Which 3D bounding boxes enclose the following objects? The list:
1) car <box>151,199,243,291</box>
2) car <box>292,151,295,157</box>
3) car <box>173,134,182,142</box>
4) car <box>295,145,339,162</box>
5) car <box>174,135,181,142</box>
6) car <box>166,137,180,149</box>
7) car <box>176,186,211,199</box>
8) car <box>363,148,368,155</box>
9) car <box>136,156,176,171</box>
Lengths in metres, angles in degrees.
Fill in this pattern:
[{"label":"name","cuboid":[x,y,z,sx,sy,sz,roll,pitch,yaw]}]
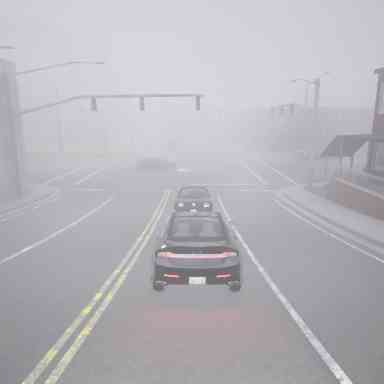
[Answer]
[{"label":"car","cuboid":[0.101,1.221,8.372,2.128,1.511,4.902,0,4,0]},{"label":"car","cuboid":[15.979,-5.491,44.962,4.553,1.767,2.097,0,12,0]},{"label":"car","cuboid":[-3.482,-12.838,79.043,1.837,1.490,4.892,0,12,0]},{"label":"car","cuboid":[15.811,-4.739,41.544,4.553,1.767,2.097,0,12,0]},{"label":"car","cuboid":[-3.484,-10.621,69.213,1.994,1.385,4.181,0,12,0]},{"label":"car","cuboid":[-3.556,-8.508,59.390,1.837,1.490,4.892,0,12,0]},{"label":"car","cuboid":[0.088,0.327,18.078,1.895,1.301,4.718,0,8,0]},{"label":"car","cuboid":[26.300,-5.614,44.897,5.566,2.045,2.150,0,12,1]},{"label":"car","cuboid":[-3.721,-2.999,34.625,4.181,1.385,1.994,0,12,0]}]
